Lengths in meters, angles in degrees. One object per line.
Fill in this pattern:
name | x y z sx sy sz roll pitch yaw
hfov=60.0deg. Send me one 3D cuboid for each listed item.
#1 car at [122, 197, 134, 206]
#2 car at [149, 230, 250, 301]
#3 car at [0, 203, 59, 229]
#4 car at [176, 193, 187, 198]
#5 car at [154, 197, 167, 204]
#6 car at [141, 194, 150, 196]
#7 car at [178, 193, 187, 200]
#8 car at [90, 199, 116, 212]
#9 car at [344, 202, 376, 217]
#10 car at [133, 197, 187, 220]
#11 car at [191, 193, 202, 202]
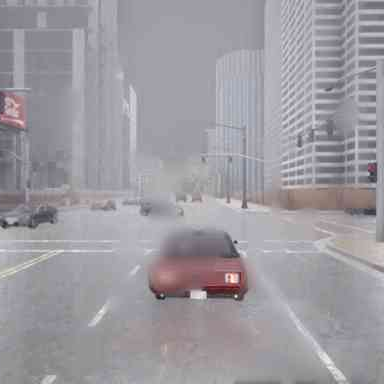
car | -9.844 1.525 52.892 1.812 1.442 4.674 0 0 1
car | 0.216 1.601 8.322 1.895 1.301 4.718 0 0 2
car | -10.309 1.491 21.440 2.128 1.511 4.902 0 0 1
car | -2.452 1.216 73.445 2.150 2.045 5.566 0 0 1
car | -6.116 1.600 64.951 1.895 1.301 4.718 0 0 1
car | -9.525 1.355 68.456 2.097 1.767 4.553 0 0 1
car | -2.297 1.184 84.085 2.097 1.767 4.553 0 0 1
car | -10.340 1.526 39.113 1.812 1.442 4.674 0 0 5
car | 16.547 1.601 30.443 4.718 1.301 1.895 0 0 1
car | -2.708 1.491 28.675 2.128 1.511 4.902 -1 0 -39
car | 1.048 1.216 73.394 2.150 2.045 5.566 0 0 1
